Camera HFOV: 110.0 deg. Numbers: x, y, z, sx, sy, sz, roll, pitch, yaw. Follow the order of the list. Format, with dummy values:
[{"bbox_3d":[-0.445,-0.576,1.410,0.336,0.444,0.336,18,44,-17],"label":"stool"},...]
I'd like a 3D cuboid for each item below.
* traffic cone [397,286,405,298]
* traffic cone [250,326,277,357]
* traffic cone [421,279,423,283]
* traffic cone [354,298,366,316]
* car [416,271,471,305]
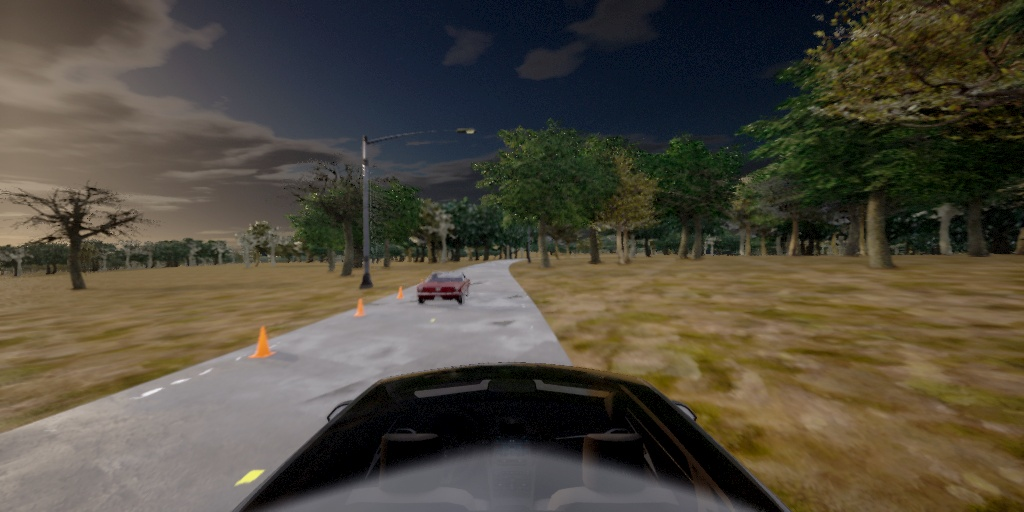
[{"bbox_3d":[-5.363,1.723,17.287,0.340,0.580,0.340,0,0,-2],"label":"traffic cone"},{"bbox_3d":[-5.105,1.741,7.364,0.340,0.580,0.340,0,0,-1],"label":"traffic cone"},{"bbox_3d":[-5.594,1.706,22.252,0.340,0.580,0.340,0,0,-3],"label":"traffic cone"},{"bbox_3d":[-5.200,1.734,12.326,0.340,0.580,0.340,0,0,-2],"label":"traffic cone"},{"bbox_3d":[-2.946,1.351,16.186,1.895,1.301,4.718,0,0,-2],"label":"car"}]
